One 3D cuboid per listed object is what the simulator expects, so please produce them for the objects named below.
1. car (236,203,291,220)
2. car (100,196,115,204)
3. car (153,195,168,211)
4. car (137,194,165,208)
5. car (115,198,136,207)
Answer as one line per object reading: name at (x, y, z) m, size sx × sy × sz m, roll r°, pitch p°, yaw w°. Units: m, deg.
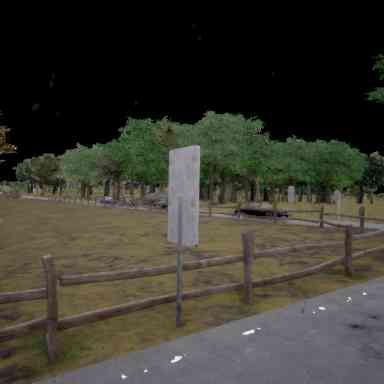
car at (5.903, 1.617, 27.845) m, size 1.895 × 1.301 × 4.718 m, roll 2°, pitch -1°, yaw -36°
car at (-16.051, 1.577, 63.596) m, size 1.812 × 1.442 × 4.674 m, roll 2°, pitch -1°, yaw -35°
car at (-2.127, 1.503, 39.087) m, size 2.128 × 1.511 × 4.902 m, roll 2°, pitch -1°, yaw -35°
car at (-5.701, 1.304, 49.154) m, size 2.150 × 2.045 × 5.566 m, roll 2°, pitch -1°, yaw -36°
car at (-9.255, 1.569, 49.112) m, size 1.994 × 1.385 × 4.181 m, roll 2°, pitch -1°, yaw -35°
